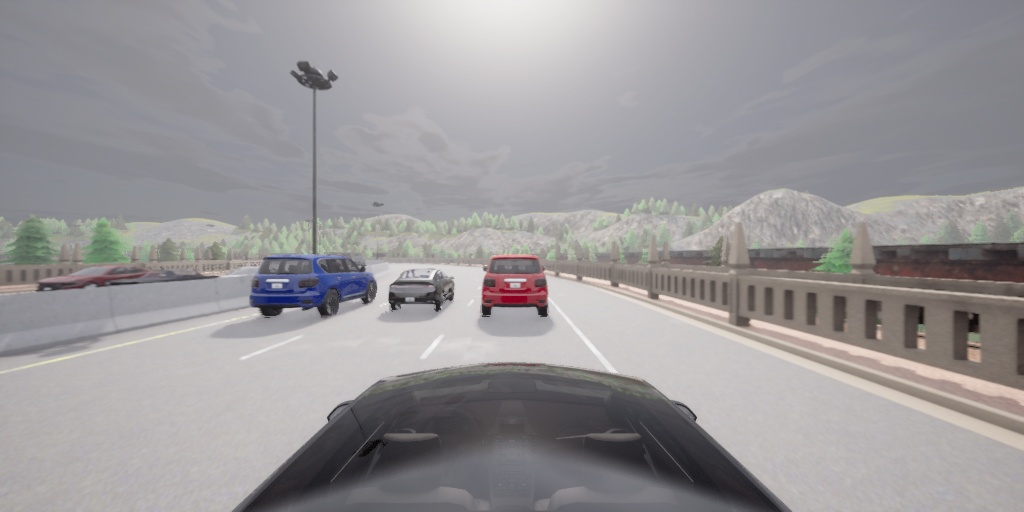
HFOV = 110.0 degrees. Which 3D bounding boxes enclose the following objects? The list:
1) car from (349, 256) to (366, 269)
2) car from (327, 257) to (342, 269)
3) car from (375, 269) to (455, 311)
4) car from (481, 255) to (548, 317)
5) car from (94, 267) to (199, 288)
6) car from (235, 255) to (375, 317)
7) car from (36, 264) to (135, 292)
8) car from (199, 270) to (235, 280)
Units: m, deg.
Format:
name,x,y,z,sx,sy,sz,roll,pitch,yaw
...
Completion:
name,x,y,z,sx,sy,sz,roll,pitch,yaw
car,-25.697,0.977,59.678,2.150,2.045,5.566,0,0,-28
car,-28.939,1.107,58.275,2.097,1.767,4.553,0,0,-28
car,-3.455,1.242,14.397,2.128,1.511,4.902,0,0,-1
car,0.071,0.972,13.404,2.150,2.045,5.566,0,0,-1
car,-17.803,1.352,18.491,1.895,1.301,4.718,0,0,-3
car,-6.924,0.972,13.224,2.150,2.045,5.566,0,0,0
car,-21.349,1.230,18.869,1.882,1.535,5.008,0,0,-3
car,-14.399,1.277,19.859,1.812,1.442,4.674,0,0,-4
